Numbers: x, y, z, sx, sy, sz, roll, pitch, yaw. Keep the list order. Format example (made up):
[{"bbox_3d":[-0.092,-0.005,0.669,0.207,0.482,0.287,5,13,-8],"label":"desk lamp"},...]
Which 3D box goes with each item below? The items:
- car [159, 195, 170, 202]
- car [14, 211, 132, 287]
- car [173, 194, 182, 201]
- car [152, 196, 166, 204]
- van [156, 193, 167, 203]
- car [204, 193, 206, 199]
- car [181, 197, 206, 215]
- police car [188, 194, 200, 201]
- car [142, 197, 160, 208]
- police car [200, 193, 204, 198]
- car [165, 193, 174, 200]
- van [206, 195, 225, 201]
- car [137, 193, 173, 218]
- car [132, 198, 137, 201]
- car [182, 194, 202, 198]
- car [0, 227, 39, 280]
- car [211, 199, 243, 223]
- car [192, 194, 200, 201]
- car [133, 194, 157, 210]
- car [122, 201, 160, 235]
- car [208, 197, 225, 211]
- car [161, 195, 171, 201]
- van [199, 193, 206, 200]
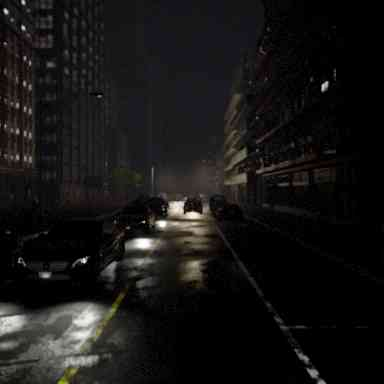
[{"bbox_3d":[-5.705,1.322,68.689,1.887,1.381,4.507,0,0,0],"label":"car"},{"bbox_3d":[-3.101,1.490,9.378,1.812,1.442,4.674,0,0,0],"label":"car"},{"bbox_3d":[-3.013,1.153,72.389,2.128,1.511,4.902,0,0,0],"label":"car"},{"bbox_3d":[-5.703,1.358,57.644,2.008,1.369,4.403,0,0,0],"label":"car"},{"bbox_3d":[-5.704,1.133,63.165,1.690,1.788,3.998,0,0,0],"label":"van"},{"bbox_3d":[2.675,1.314,74.213,2.008,1.369,4.403,0,0,0],"label":"car"},{"bbox_3d":[0.095,1.481,32.674,1.895,1.301,4.718,0,0,0],"label":"car"},{"bbox_3d":[0.450,1.188,74.551,1.930,1.638,5.238,0,0,-8],"label":"police car"},{"bbox_3d":[-5.701,1.389,46.598,2.008,1.369,4.403,0,0,0],"label":"car"},{"bbox_3d":[0.889,1.213,64.652,1.930,1.638,5.238,0,0,0],"label":"police car"},{"bbox_3d":[-5.709,1.180,85.258,1.967,1.590,4.097,0,0,0],"label":"car"},{"bbox_3d":[2.682,1.212,35.553,1.690,1.788,3.998,0,0,0],"label":"van"},{"bbox_3d":[-3.048,1.247,28.275,2.097,1.767,4.553,0,0,0],"label":"car"},{"bbox_3d":[-5.699,1.437,35.553,1.947,1.339,4.313,0,0,0],"label":"car"},{"bbox_3d":[0.024,1.407,44.957,1.994,1.385,4.181,0,0,1],"label":"car"},{"bbox_3d":[-5.693,1.535,7.938,1.947,1.339,4.313,0,0,0],"label":"car"},{"bbox_3d":[2.685,1.473,24.508,1.947,1.339,4.313,0,0,0],"label":"car"},{"bbox_3d":[0.886,1.275,80.543,1.812,1.442,4.674,0,0,0],"label":"car"},{"bbox_3d":[-5.700,1.169,41.074,2.192,1.841,5.009,0,0,0],"label":"car"},{"bbox_3d":[-3.088,1.455,18.558,1.812,1.442,4.674,0,0,0],"label":"car"},{"bbox_3d":[2.683,1.413,30.200,1.752,1.417,4.829,0,0,0],"label":"car"},{"bbox_3d":[-5.706,1.330,74.212,1.947,1.339,4.313,0,0,0],"label":"car"},{"bbox_3d":[2.672,1.080,85.258,1.690,1.788,3.998,0,0,0],"label":"van"}]
